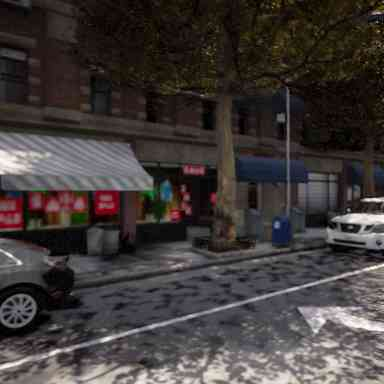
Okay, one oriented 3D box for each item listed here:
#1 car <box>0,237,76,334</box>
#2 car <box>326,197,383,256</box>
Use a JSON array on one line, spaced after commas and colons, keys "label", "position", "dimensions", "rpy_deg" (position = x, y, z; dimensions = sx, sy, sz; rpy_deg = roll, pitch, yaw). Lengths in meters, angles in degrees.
[{"label": "car", "position": [-4.394, 1.481, 5.199], "dimensions": [4.892, 1.521, 2.231], "rpy_deg": [0, 0, -36]}, {"label": "car", "position": [7.637, 1.228, 13.072], "dimensions": [5.566, 2.045, 2.435], "rpy_deg": [0, 0, -36]}]
